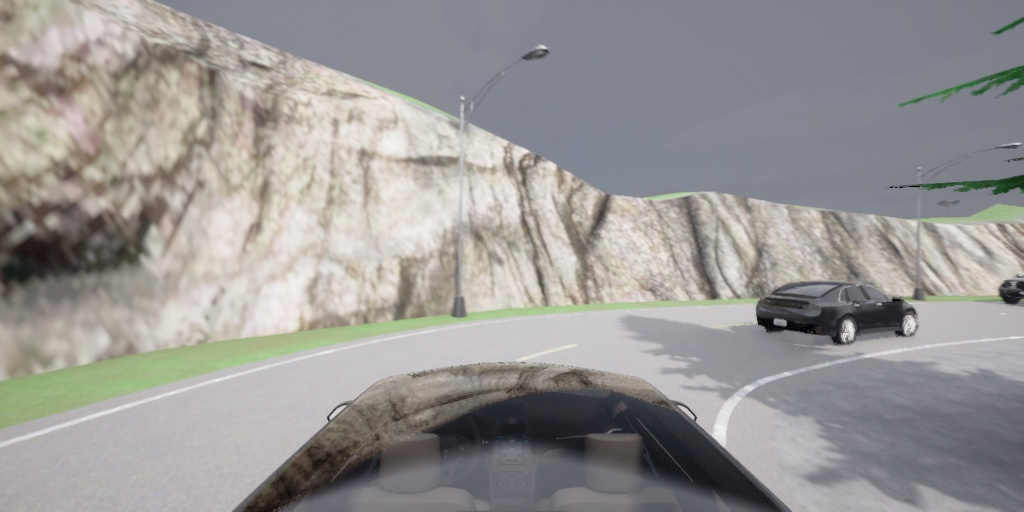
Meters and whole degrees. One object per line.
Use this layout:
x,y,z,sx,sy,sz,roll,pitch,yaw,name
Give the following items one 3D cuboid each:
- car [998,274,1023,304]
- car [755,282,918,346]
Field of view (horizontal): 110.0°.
27.927,1.509,18.127,5.566,2.045,2.150,1,0,-11,car
9.027,1.452,9.971,4.892,1.490,1.837,0,-1,-22,car
